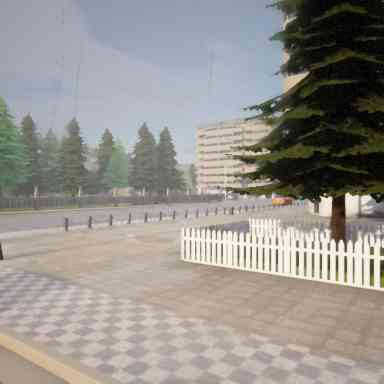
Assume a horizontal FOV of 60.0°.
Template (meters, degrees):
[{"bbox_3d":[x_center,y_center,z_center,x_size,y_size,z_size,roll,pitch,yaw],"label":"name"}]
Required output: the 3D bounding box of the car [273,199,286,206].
[{"bbox_3d":[15.475,1.347,56.669,2.097,1.767,4.553,0,0,36],"label":"car"}]
